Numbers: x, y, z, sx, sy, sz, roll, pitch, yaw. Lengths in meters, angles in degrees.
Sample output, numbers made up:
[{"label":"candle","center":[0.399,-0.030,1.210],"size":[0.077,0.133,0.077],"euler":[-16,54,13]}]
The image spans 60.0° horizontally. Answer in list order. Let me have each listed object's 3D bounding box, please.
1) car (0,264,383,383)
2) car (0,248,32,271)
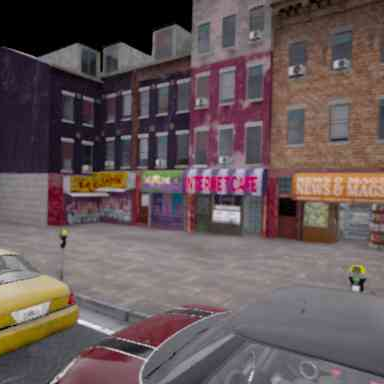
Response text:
[{"label":"car","center":[0.743,1.435,2.254],"size":[4.097,1.590,1.967],"euler":[1,2,35]},{"label":"car","center":[-3.912,1.472,5.549],"size":[4.829,1.417,1.752],"euler":[1,2,35]}]
